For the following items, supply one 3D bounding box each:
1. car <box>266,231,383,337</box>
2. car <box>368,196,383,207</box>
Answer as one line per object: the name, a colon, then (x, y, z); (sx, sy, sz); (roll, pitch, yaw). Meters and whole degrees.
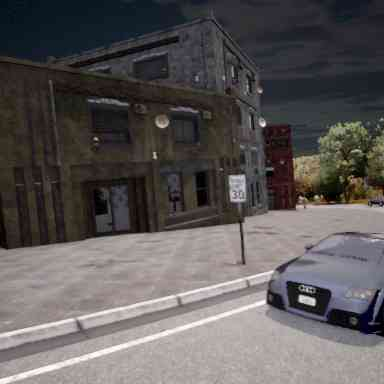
car: (3.342, 1.524, 6.619); (4.181, 1.385, 1.994); (-1, 0, -41)
car: (28.970, 1.457, 51.119); (2.128, 1.511, 4.902); (-5, -2, -1)
